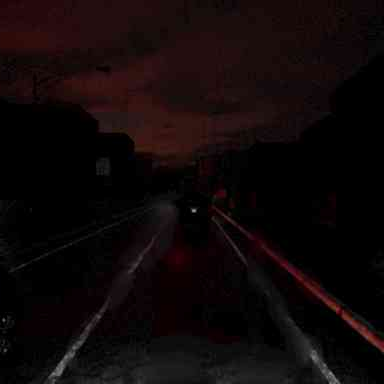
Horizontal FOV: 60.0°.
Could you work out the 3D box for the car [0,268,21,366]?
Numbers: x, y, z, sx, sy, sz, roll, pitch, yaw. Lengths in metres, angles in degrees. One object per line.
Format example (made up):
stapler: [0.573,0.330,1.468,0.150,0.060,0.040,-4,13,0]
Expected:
car: [-3.405,1.333,2.672,2.097,1.767,4.553,0,0,0]

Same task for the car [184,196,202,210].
car: [0.115,1.297,41.578,2.128,1.511,4.902,0,0,0]

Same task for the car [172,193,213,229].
car: [0.103,1.101,20.815,2.150,2.045,5.566,0,0,0]

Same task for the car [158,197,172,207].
car: [-3.562,1.354,46.778,1.994,1.385,4.181,0,0,0]
